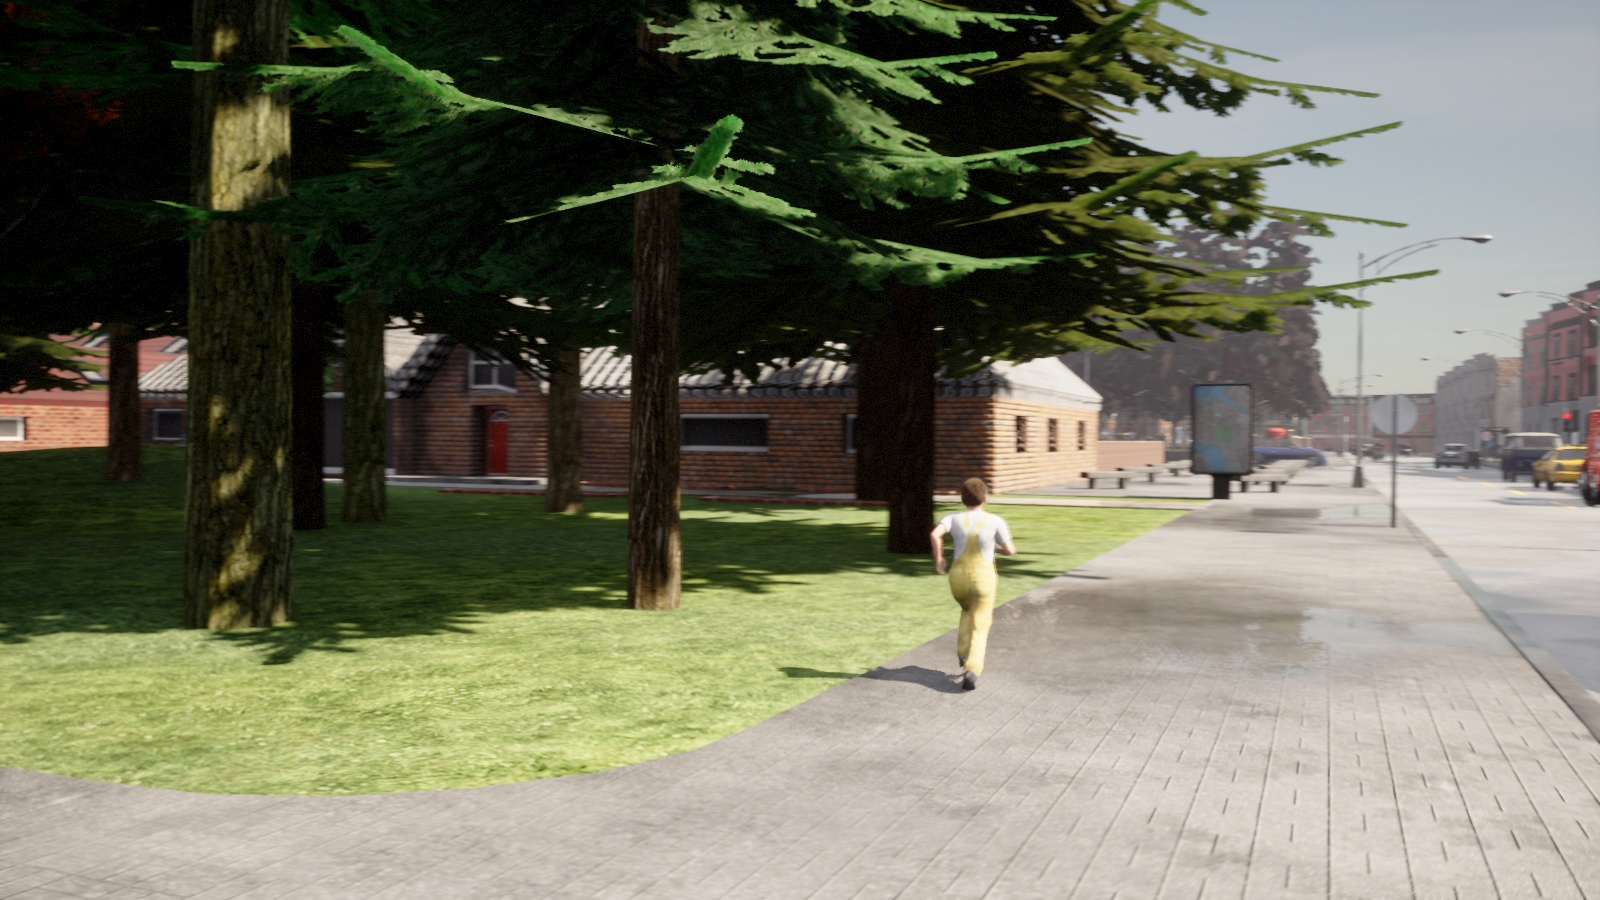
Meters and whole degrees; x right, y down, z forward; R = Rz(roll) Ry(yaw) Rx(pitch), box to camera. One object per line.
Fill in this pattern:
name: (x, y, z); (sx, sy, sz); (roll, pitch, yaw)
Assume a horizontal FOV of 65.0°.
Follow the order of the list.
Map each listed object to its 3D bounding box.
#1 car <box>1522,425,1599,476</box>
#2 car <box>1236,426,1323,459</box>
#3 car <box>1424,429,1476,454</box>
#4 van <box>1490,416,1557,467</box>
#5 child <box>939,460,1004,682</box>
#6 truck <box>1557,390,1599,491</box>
car: (25.499, -0.026, 41.878); (1.801, 1.575, 5.366); (0, 1, 23)
car: (26.996, -0.434, 70.782); (4.553, 1.767, 2.097); (0, 1, 21)
car: (38.677, -0.514, 74.661); (1.970, 1.475, 3.806); (0, 1, 39)
van: (29.157, -0.352, 50.691); (1.775, 1.987, 4.442); (0, 1, 22)
child: (1.020, 0.697, 7.438); (0.270, 1.263, 0.437); (0, 1, 22)
truck: (21.593, -0.297, 32.514); (2.627, 2.467, 5.204); (0, 1, 22)
